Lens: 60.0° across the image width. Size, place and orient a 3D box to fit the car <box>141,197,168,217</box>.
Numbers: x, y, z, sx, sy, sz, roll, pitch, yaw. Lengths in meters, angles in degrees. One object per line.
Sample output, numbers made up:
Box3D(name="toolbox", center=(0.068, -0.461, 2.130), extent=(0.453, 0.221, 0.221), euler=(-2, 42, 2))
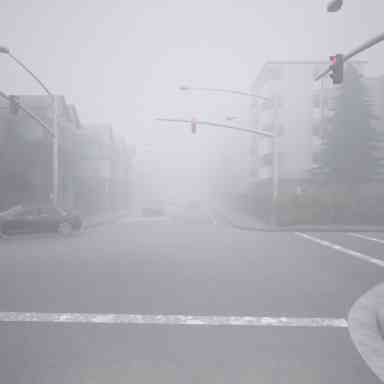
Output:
Box3D(name="car", center=(-3.594, 1.504, 31.502), extent=(1.837, 1.490, 4.892), euler=(0, 0, 0))

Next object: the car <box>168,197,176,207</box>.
Box3D(name="car", center=(-3.499, 1.492, 52.357), extent=(2.128, 1.511, 4.902), euler=(0, 0, 0))

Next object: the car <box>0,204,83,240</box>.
Box3D(name="car", center=(-7.681, 1.340, 15.690), extent=(4.892, 1.490, 1.837), euler=(1, 3, -39))

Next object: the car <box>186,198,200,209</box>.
Box3D(name="car", center=(0.104, 1.525, 45.561), extent=(1.812, 1.442, 4.674), euler=(0, 0, 0))
